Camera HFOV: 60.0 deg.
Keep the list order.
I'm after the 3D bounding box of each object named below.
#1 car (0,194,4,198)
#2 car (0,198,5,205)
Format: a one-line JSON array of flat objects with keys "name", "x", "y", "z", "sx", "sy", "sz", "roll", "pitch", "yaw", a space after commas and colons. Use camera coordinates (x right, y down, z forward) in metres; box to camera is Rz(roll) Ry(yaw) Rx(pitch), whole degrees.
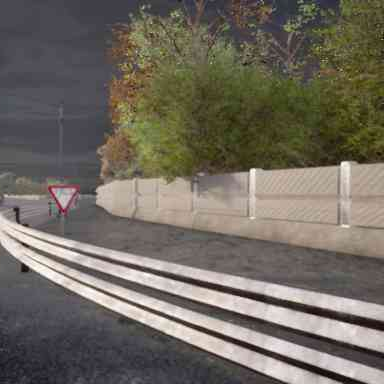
[{"name": "car", "x": -32.225, "y": 1.446, "z": 54.960, "sx": 1.837, "sy": 1.490, "sz": 4.892, "roll": 1, "pitch": 0, "yaw": -22}, {"name": "car", "x": -18.104, "y": 1.512, "z": 27.779, "sx": 2.033, "sy": 1.411, "sz": 5.357, "roll": 0, "pitch": 0, "yaw": -7}]
